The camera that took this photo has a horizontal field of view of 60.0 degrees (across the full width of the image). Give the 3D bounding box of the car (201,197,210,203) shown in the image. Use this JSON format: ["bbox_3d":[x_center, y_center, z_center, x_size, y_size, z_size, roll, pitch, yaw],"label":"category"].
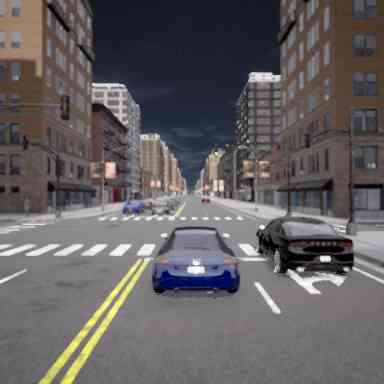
[{"bbox_3d":[3.224,1.863,78.052,1.882,1.535,5.008,0,0,0],"label":"car"}]

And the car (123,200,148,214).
[{"bbox_3d":[-6.606,1.671,37.997,1.882,1.535,5.008,0,0,0],"label":"car"}]

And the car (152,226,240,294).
[{"bbox_3d":[0.088,1.610,8.948,1.994,1.385,4.181,0,0,0],"label":"car"}]

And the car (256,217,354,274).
[{"bbox_3d":[3.364,1.534,10.824,1.882,1.535,5.008,0,0,0],"label":"car"}]

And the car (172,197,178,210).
[{"bbox_3d":[-3.361,1.735,45.675,1.837,1.490,4.892,0,0,0],"label":"car"}]

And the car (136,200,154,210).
[{"bbox_3d":[-6.612,1.801,46.959,1.994,1.385,4.181,0,0,0],"label":"car"}]

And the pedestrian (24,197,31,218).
[{"bbox_3d":[-14.152,1.316,28.572,0.375,1.860,0.375,0,-1,0],"label":"pedestrian"}]

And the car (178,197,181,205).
[{"bbox_3d":[-3.349,1.782,55.685,1.837,1.490,4.892,0,0,0],"label":"car"}]

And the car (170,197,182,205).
[{"bbox_3d":[-3.274,1.825,68.419,2.128,1.511,4.902,0,0,0],"label":"car"}]

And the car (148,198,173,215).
[{"bbox_3d":[-3.364,1.711,36.423,1.812,1.442,4.674,0,0,0],"label":"car"}]
